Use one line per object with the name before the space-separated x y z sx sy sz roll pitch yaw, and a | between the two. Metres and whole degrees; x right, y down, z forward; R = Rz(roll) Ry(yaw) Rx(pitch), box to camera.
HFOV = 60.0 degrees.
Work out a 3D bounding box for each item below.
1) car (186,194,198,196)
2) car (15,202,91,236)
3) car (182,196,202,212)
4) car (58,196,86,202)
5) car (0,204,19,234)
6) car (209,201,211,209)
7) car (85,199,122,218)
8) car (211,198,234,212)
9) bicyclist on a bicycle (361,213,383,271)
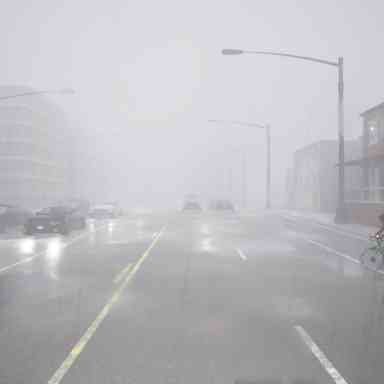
car | 0.011 1.376 47.299 2.150 2.045 5.566 0 -2 1
car | -7.100 1.459 17.527 1.994 1.385 4.181 0 1 0
car | 0.011 1.429 36.623 1.812 1.442 4.674 0 -1 1
car | -10.580 1.188 29.426 2.097 1.767 4.553 0 0 0
car | -10.598 1.411 18.464 1.812 1.442 4.674 0 1 0
car | 3.527 1.686 48.502 2.128 1.511 4.902 0 -2 1
car | -7.084 1.356 27.804 1.812 1.442 4.674 0 0 0
car | 3.521 1.480 37.426 1.994 1.385 4.181 0 -1 0
bicyclist on a bicycle | 5.585 1.430 9.406 1.656 1.620 0.582 -1 0 0
